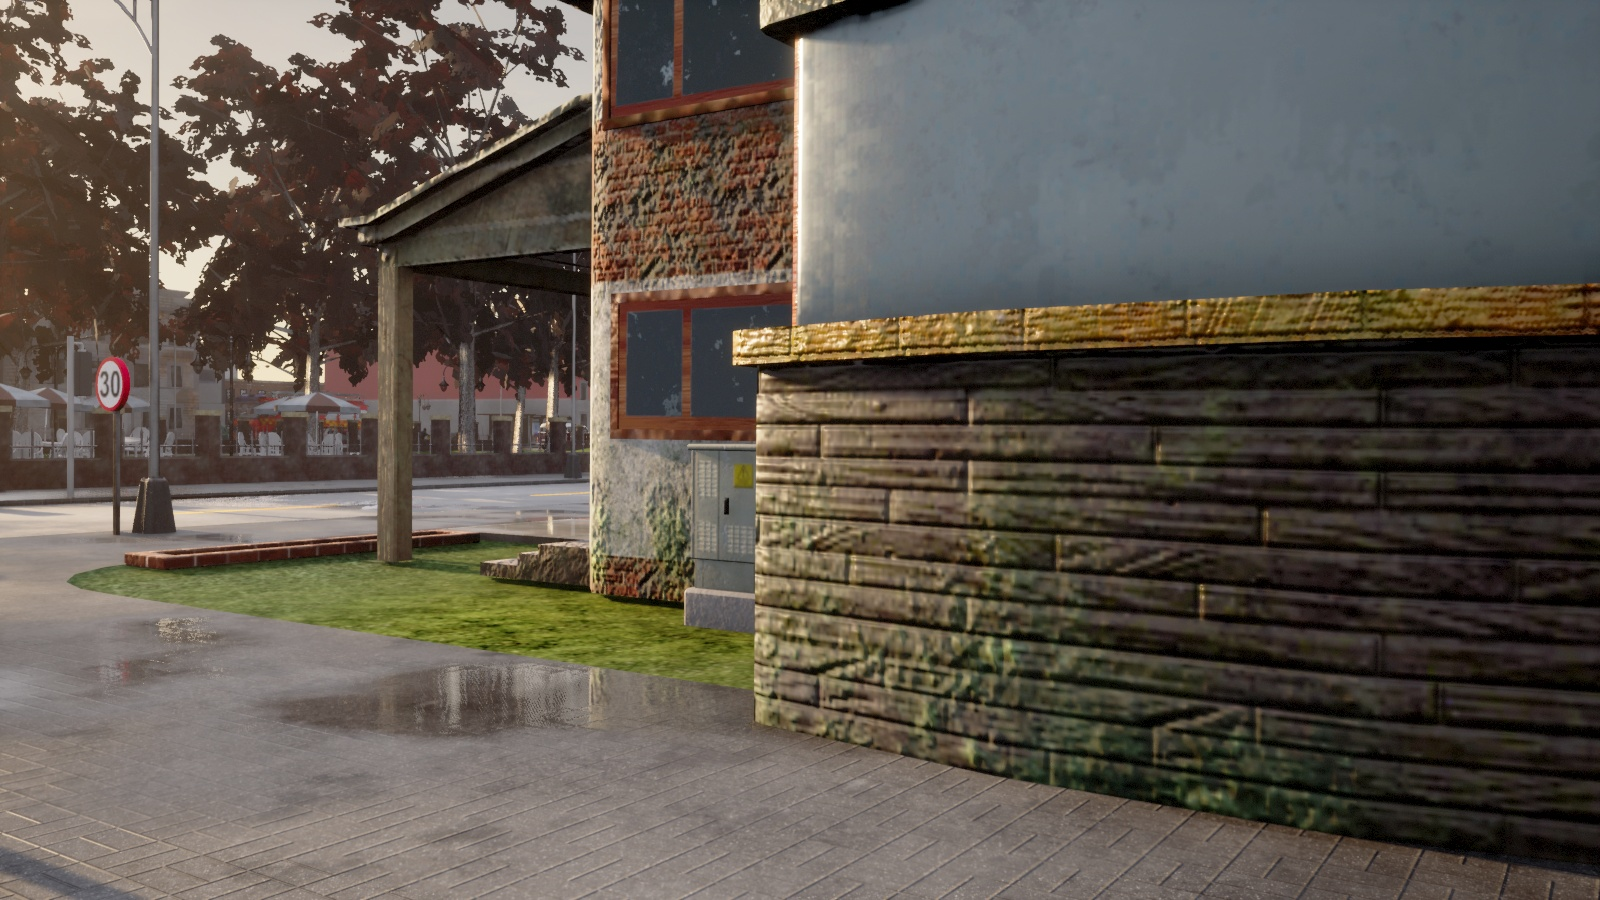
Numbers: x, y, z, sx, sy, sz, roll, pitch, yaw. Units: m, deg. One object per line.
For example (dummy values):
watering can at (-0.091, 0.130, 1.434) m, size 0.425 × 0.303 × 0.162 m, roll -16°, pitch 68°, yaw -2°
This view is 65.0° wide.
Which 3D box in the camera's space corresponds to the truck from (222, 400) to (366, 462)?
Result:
truck at (-32.575, -1.248, 81.291) m, size 2.891 × 3.827 × 8.468 m, roll 0°, pitch 1°, yaw 33°

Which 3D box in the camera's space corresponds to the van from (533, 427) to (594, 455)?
van at (-18.045, -0.693, 96.037) m, size 2.069 × 2.038 × 4.480 m, roll 0°, pitch 1°, yaw 34°

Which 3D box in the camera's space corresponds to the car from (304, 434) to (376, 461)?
car at (-29.045, -0.191, 79.378) m, size 1.851 × 1.617 × 3.988 m, roll 0°, pitch 1°, yaw 33°
